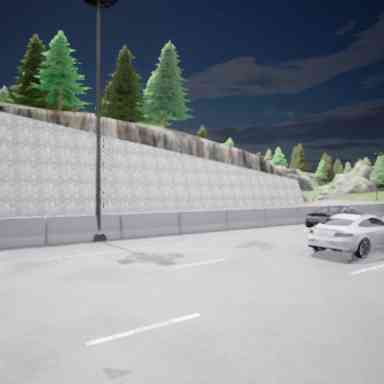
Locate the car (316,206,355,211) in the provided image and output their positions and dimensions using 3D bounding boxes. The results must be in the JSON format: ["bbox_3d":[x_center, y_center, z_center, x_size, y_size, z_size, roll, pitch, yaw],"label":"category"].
[{"bbox_3d":[8.233,1.503,18.221,4.902,1.511,2.128,0,0,-35],"label":"car"}]

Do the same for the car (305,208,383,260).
[{"bbox_3d":[6.255,1.534,12.519,4.674,1.442,1.812,0,0,-35],"label":"car"}]
